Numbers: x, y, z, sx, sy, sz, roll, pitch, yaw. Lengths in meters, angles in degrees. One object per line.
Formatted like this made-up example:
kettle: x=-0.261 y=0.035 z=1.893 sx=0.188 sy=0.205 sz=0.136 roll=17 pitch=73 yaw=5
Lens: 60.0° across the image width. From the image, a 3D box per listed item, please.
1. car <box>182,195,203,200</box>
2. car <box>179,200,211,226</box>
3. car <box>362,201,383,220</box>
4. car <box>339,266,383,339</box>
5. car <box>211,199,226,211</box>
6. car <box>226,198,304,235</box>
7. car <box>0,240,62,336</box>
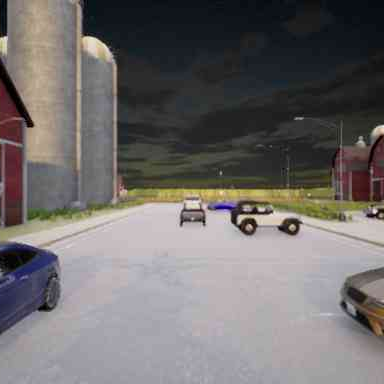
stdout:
car: x=0.063 y=1.383 z=39.150 sx=2.150 sy=2.045 sz=5.566 roll=0 pitch=0 yaw=0
car: x=0.066 y=1.592 z=24.406 sx=2.128 sy=1.511 sz=4.902 roll=0 pitch=0 yaw=0
car: x=17.383 y=1.428 z=28.785 sx=4.605 sy=1.855 sz=1.932 roll=0 pitch=0 yaw=1
car: x=4.566 y=1.528 z=5.183 sx=4.193 sy=1.474 sz=1.816 roll=0 pitch=0 yaw=1
car: x=4.207 y=1.655 z=42.874 sx=4.611 sy=1.667 sz=2.242 roll=0 pitch=0 yaw=1
car: x=4.072 y=1.390 z=18.669 sx=3.866 sy=1.878 sz=1.905 roll=0 pitch=0 yaw=1
car: x=-3.575 y=1.547 z=5.113 sx=1.812 sy=1.442 sz=4.674 roll=0 pitch=0 yaw=0
